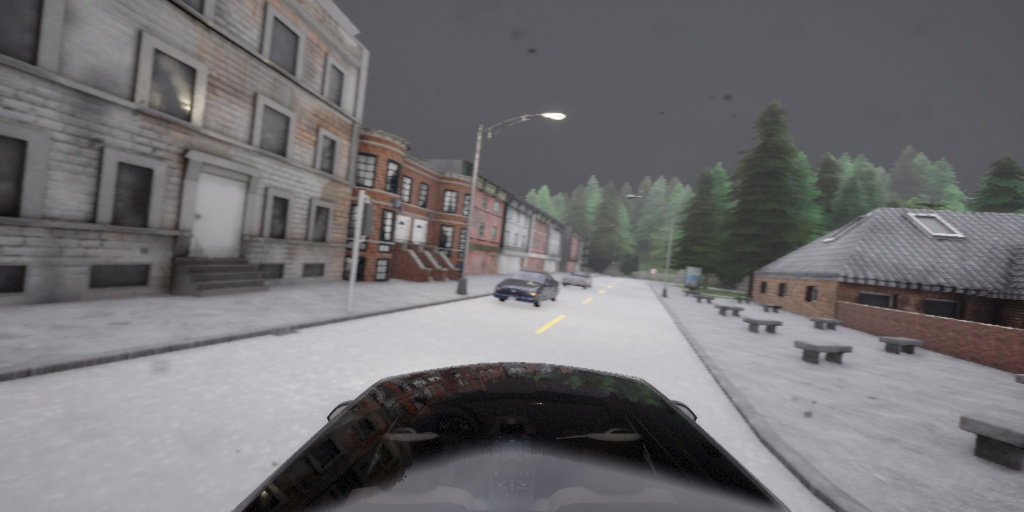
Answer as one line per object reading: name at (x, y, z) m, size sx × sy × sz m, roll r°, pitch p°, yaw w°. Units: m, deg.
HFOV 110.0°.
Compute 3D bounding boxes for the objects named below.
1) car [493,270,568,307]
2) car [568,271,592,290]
car at (0.915, 1.385, 16.604) m, size 2.033 × 1.411 × 5.357 m, roll 6°, pitch 0°, yaw 19°
car at (5.409, 1.928, 29.484) m, size 1.895 × 1.301 × 4.718 m, roll 6°, pitch 0°, yaw 20°
